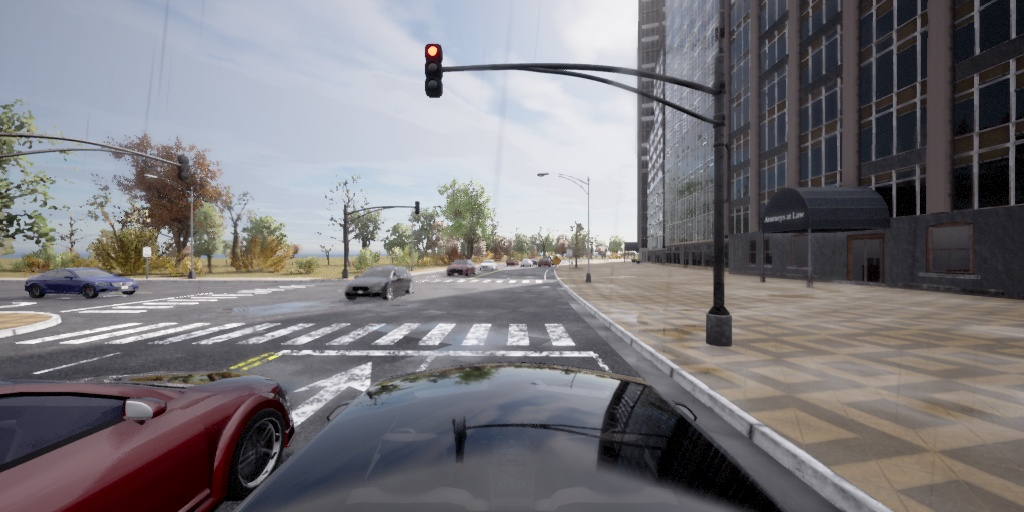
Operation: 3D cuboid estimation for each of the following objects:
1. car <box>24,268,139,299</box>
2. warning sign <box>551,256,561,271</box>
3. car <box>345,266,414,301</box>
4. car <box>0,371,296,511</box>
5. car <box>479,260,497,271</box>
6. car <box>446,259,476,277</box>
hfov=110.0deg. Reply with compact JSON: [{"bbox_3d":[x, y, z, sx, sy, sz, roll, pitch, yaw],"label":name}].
[{"bbox_3d":[-21.665,1.323,18.076,4.674,1.442,1.812,0,0,4],"label":"car"},{"bbox_3d":[5.419,0.869,43.943,1.300,1.860,1.060,0,0,7],"label":"warning sign"},{"bbox_3d":[-6.197,1.253,17.339,1.837,1.490,4.892,0,0,3],"label":"car"},{"bbox_3d":[-3.108,1.314,1.797,1.994,1.385,4.181,0,0,0],"label":"car"},{"bbox_3d":[-3.278,1.276,50.097,1.812,1.442,4.674,0,0,8],"label":"car"},{"bbox_3d":[-4.948,1.101,35.293,2.097,1.767,4.553,0,0,6],"label":"car"}]
